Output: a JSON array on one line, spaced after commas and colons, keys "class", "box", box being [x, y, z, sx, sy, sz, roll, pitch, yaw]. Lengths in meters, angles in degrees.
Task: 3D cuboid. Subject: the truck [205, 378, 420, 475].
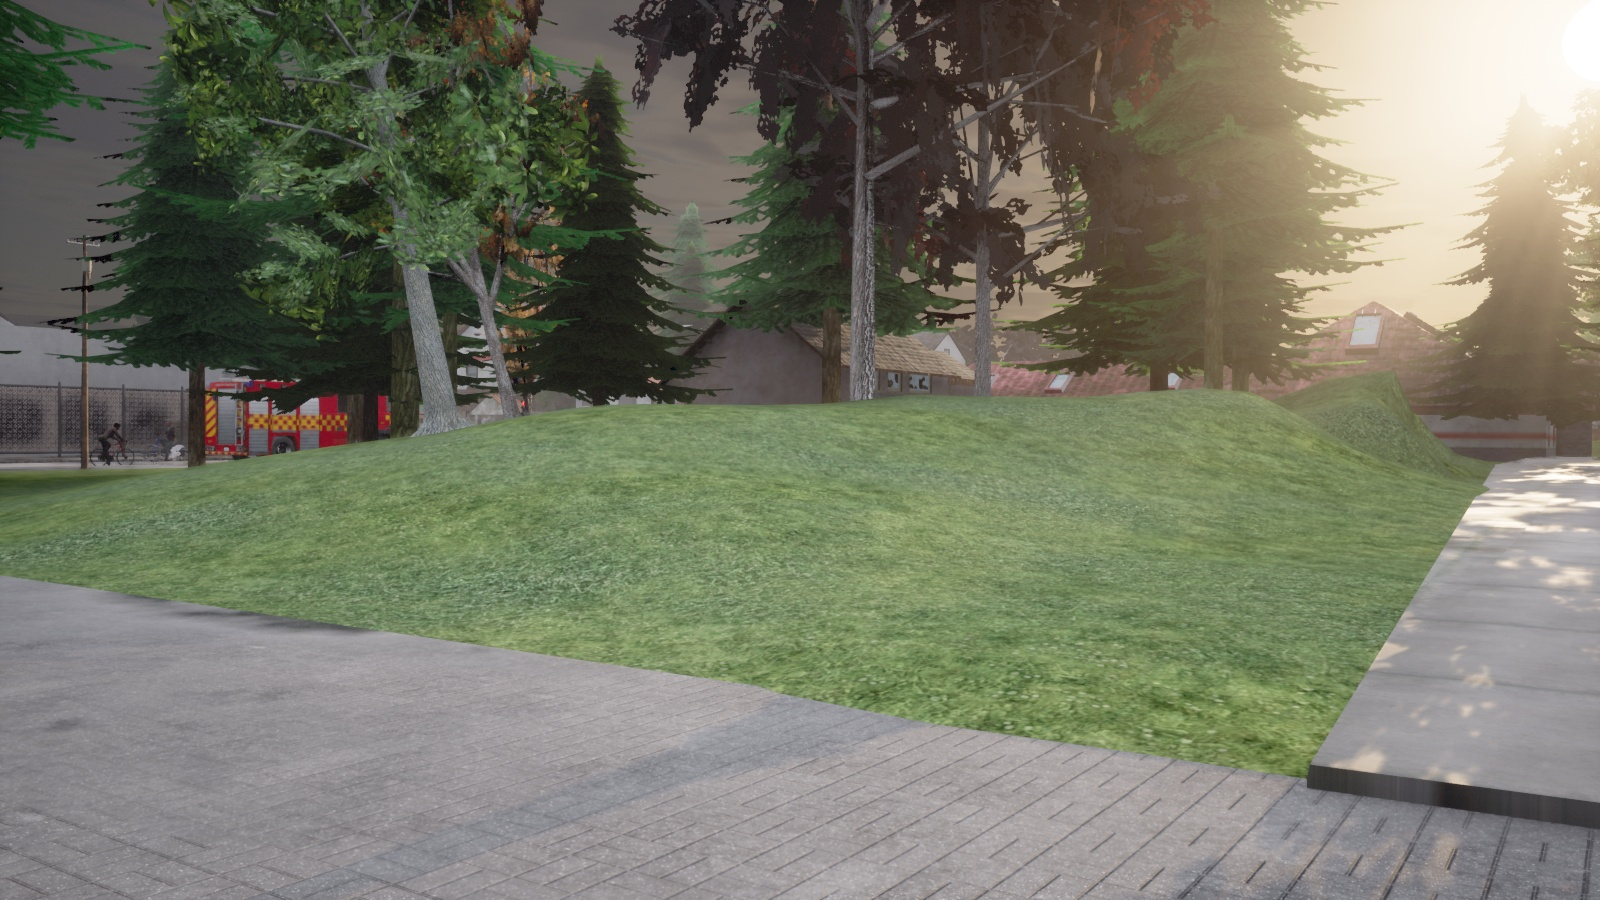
[{"class": "truck", "box": [-20.648, -0.981, 53.810, 2.891, 3.827, 8.468, 0, 1, 32]}]

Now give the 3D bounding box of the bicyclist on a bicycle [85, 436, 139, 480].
[{"class": "bicyclist on a bicycle", "box": [-25.486, 0.279, 46.556, 0.582, 1.620, 1.656, 0, 1, 34]}]

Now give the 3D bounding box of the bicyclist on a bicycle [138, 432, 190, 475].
[{"class": "bicyclist on a bicycle", "box": [-26.477, 0.128, 52.292, 0.659, 1.776, 1.843, 0, 1, 34]}]
